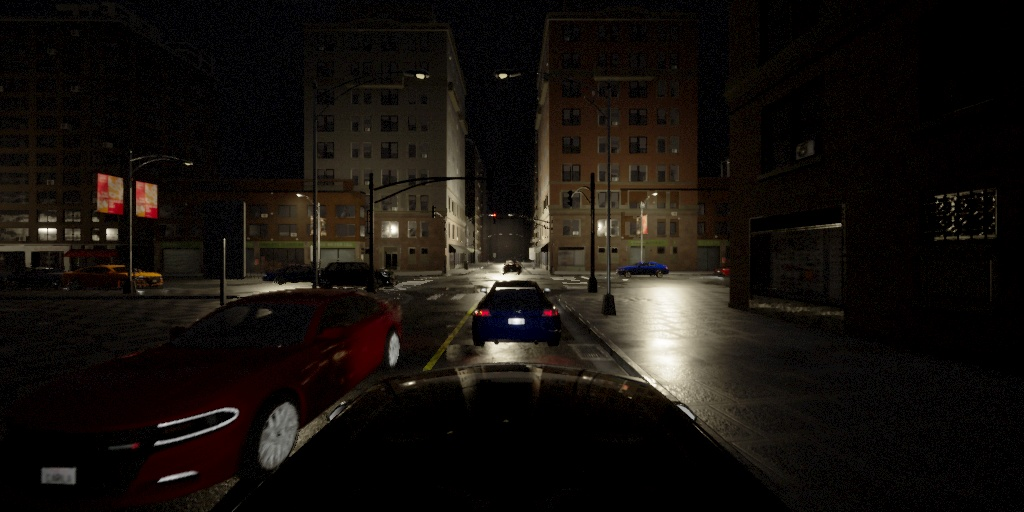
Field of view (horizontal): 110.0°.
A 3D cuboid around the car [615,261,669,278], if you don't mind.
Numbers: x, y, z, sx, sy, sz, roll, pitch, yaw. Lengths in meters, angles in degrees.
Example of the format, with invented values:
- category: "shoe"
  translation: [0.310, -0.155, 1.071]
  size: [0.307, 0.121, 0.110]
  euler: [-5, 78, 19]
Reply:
- category: "car"
  translation: [11.856, 1.217, 32.753]
  size: [4.674, 1.442, 1.812]
  euler: [0, 0, 0]

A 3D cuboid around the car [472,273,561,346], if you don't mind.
- category: "car"
  translation: [0.096, 1.314, 9.387]
  size: [1.994, 1.385, 4.181]
  euler: [0, 0, 0]

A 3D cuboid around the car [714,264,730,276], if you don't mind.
- category: "car"
  translation: [20.895, 1.224, 32.793]
  size: [4.181, 1.385, 1.994]
  euler: [0, 0, 0]

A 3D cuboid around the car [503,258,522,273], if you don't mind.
- category: "car"
  translation: [0.052, 1.253, 39.808]
  size: [2.128, 1.511, 4.902]
  euler: [0, 0, 2]

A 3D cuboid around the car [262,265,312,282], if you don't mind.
- category: "car"
  translation: [-14.904, 1.348, 25.922]
  size: [5.357, 1.411, 2.033]
  euler: [0, 0, 0]

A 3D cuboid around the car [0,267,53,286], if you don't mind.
- category: "car"
  translation: [-33.528, 1.469, 25.833]
  size: [4.718, 1.301, 1.895]
  euler: [0, 0, 0]

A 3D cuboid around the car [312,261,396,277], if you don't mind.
- category: "car"
  translation: [-9.663, 1.131, 22.696]
  size: [4.553, 1.767, 2.097]
  euler: [0, 0, 0]

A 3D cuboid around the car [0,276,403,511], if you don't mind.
- category: "car"
  translation: [-3.044, 1.227, 4.928]
  size: [1.882, 1.535, 5.008]
  euler: [0, 0, 1]

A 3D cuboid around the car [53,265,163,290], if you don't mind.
- category: "car"
  translation: [-25.063, 1.317, 22.624]
  size: [5.008, 1.535, 1.882]
  euler: [0, 0, 0]
